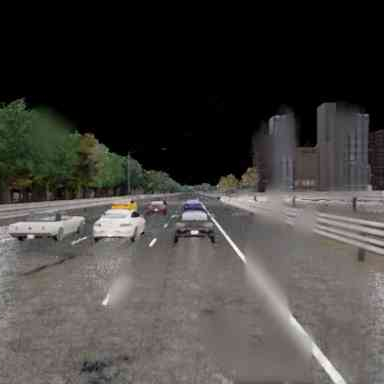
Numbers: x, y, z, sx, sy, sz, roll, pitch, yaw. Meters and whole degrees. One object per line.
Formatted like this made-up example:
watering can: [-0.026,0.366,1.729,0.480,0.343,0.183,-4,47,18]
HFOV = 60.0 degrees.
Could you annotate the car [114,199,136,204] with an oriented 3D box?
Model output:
car: [-6.901,1.475,34.280,1.882,1.535,5.008,0,0,0]

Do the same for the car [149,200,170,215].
car: [-3.400,1.523,33.954,1.812,1.442,4.674,0,0,0]

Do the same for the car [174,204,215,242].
car: [0.114,1.534,16.300,1.812,1.442,4.674,0,0,0]

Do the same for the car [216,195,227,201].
car: [7.275,1.418,81.787,2.033,1.411,5.357,0,0,-10]

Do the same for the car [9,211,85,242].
car: [-6.901,1.609,16.464,1.895,1.301,4.718,0,0,0]

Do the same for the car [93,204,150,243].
car: [-3.400,1.533,16.108,1.812,1.442,4.674,0,0,0]

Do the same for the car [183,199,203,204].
car: [0.098,1.475,34.309,1.882,1.535,5.008,0,0,0]
